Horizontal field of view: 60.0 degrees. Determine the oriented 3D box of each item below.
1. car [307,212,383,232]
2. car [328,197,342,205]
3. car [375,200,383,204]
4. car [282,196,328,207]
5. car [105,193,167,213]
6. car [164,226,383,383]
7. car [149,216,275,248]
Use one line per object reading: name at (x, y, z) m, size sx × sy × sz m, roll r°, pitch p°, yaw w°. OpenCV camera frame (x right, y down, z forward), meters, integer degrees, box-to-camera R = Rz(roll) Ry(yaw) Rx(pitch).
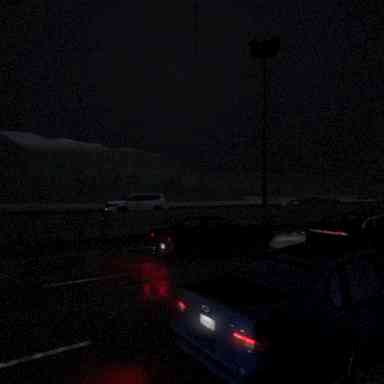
car at (6.103, 1.452, 11.606) m, size 4.902 × 1.511 × 2.128 m, roll 0°, pitch 0°, yaw -31°
car at (19.421, 1.412, 47.437) m, size 4.181 × 1.385 × 1.994 m, roll 0°, pitch 0°, yaw -29°
car at (22.059, 1.438, 36.910) m, size 4.181 × 1.385 × 1.994 m, roll 0°, pitch 0°, yaw -29°
car at (11.726, 1.237, 35.180) m, size 4.553 × 1.767 × 2.097 m, roll 0°, pitch 0°, yaw -29°
car at (-4.910, 1.133, 29.758) m, size 5.566 × 2.045 × 2.150 m, roll 0°, pitch 0°, yaw -31°
car at (2.281, 1.530, 5.181) m, size 5.357 × 1.411 × 2.033 m, roll 0°, pitch 0°, yaw -33°
car at (0.887, 1.561, 12.567) m, size 4.718 × 1.301 × 1.895 m, roll 0°, pitch 0°, yaw -32°
